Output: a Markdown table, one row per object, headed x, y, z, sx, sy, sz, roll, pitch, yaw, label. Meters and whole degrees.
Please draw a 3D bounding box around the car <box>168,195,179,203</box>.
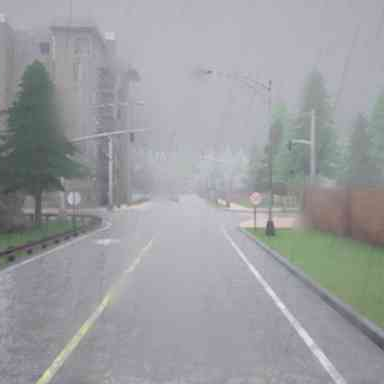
| x | y | z | sx | sy | sz | roll | pitch | yaw | label |
| --- | --- | --- | --- | --- | --- | --- | --- | --- | --- |
| -3.522 | 1.351 | 64.575 | 1.994 | 1.385 | 4.181 | 0 | 0 | 0 | car |
